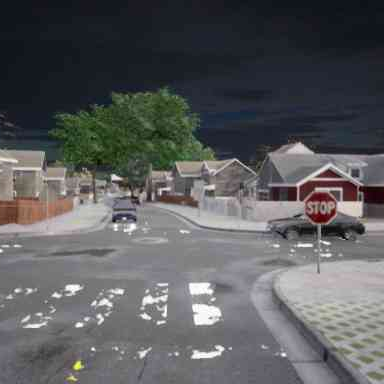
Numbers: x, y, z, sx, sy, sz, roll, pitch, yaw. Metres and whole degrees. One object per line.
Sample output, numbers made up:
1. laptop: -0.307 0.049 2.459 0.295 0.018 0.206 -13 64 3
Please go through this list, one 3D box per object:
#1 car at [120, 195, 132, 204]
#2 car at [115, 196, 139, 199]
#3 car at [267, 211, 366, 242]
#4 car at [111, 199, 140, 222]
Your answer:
1. car: -13.014 1.408 65.741 1.882 1.535 5.008 0 0 -16
2. car: -7.326 1.520 36.431 2.033 1.411 5.357 0 0 -13
3. car: 6.024 1.563 16.261 4.674 1.442 1.812 1 1 -6
4. car: -5.299 1.529 26.409 2.033 1.411 5.357 0 0 -10
